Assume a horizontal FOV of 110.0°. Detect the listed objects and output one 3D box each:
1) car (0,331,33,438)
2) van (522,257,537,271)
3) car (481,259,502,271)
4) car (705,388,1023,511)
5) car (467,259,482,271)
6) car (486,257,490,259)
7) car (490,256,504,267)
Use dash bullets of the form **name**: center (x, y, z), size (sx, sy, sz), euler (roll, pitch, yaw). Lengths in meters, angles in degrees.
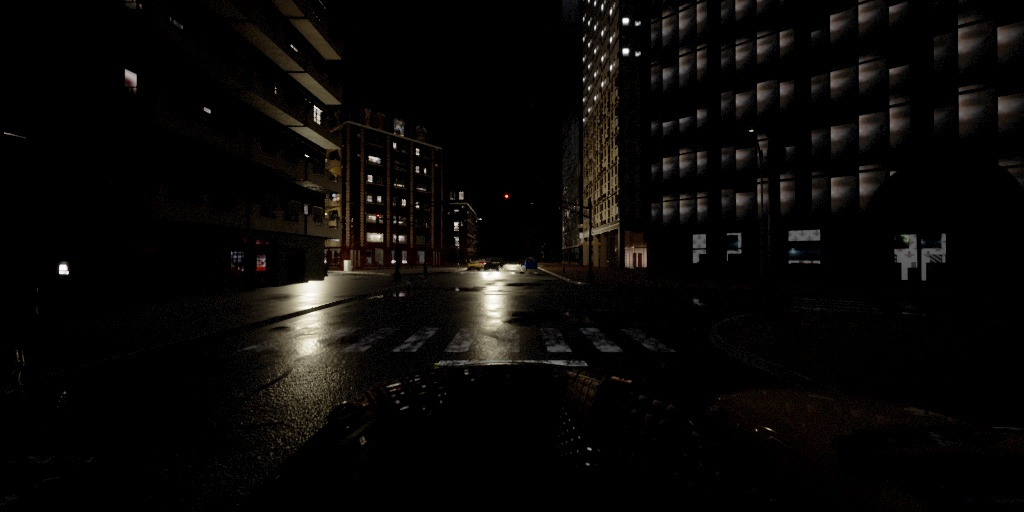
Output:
- **car**: center (-5.318, 1.064, 1.095), size (2.192, 1.841, 5.009), euler (0, 0, 0)
- **van**: center (2.626, 1.136, 50.084), size (1.690, 1.789, 3.998), euler (0, 0, 0)
- **car**: center (-2.788, 1.394, 49.248), size (1.895, 1.301, 4.718), euler (0, 0, 0)
- **car**: center (2.563, 1.275, 1.261), size (1.751, 1.417, 4.829), euler (0, 0, 0)
- **car**: center (-5.255, 1.320, 49.925), size (1.751, 1.417, 4.829), euler (0, 0, 0)
- **car**: center (-5.240, 1.259, 61.200), size (1.967, 1.591, 4.097), euler (0, 0, 0)
- **car**: center (-2.742, 1.041, 63.304), size (2.150, 2.045, 5.566), euler (0, 1, 1)
